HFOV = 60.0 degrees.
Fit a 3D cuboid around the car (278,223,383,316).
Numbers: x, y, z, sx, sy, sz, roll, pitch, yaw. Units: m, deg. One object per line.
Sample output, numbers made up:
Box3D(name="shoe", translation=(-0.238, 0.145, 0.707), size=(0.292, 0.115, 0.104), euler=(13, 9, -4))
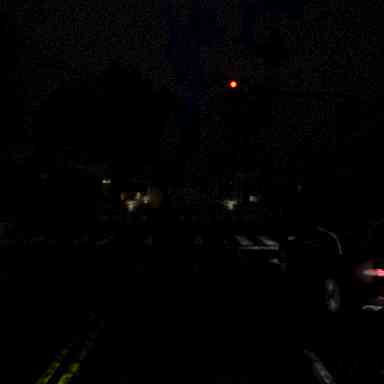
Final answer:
Box3D(name="car", translation=(3.357, 1.438, 7.384), size=(2.128, 1.511, 4.902), euler=(0, 0, -2))
